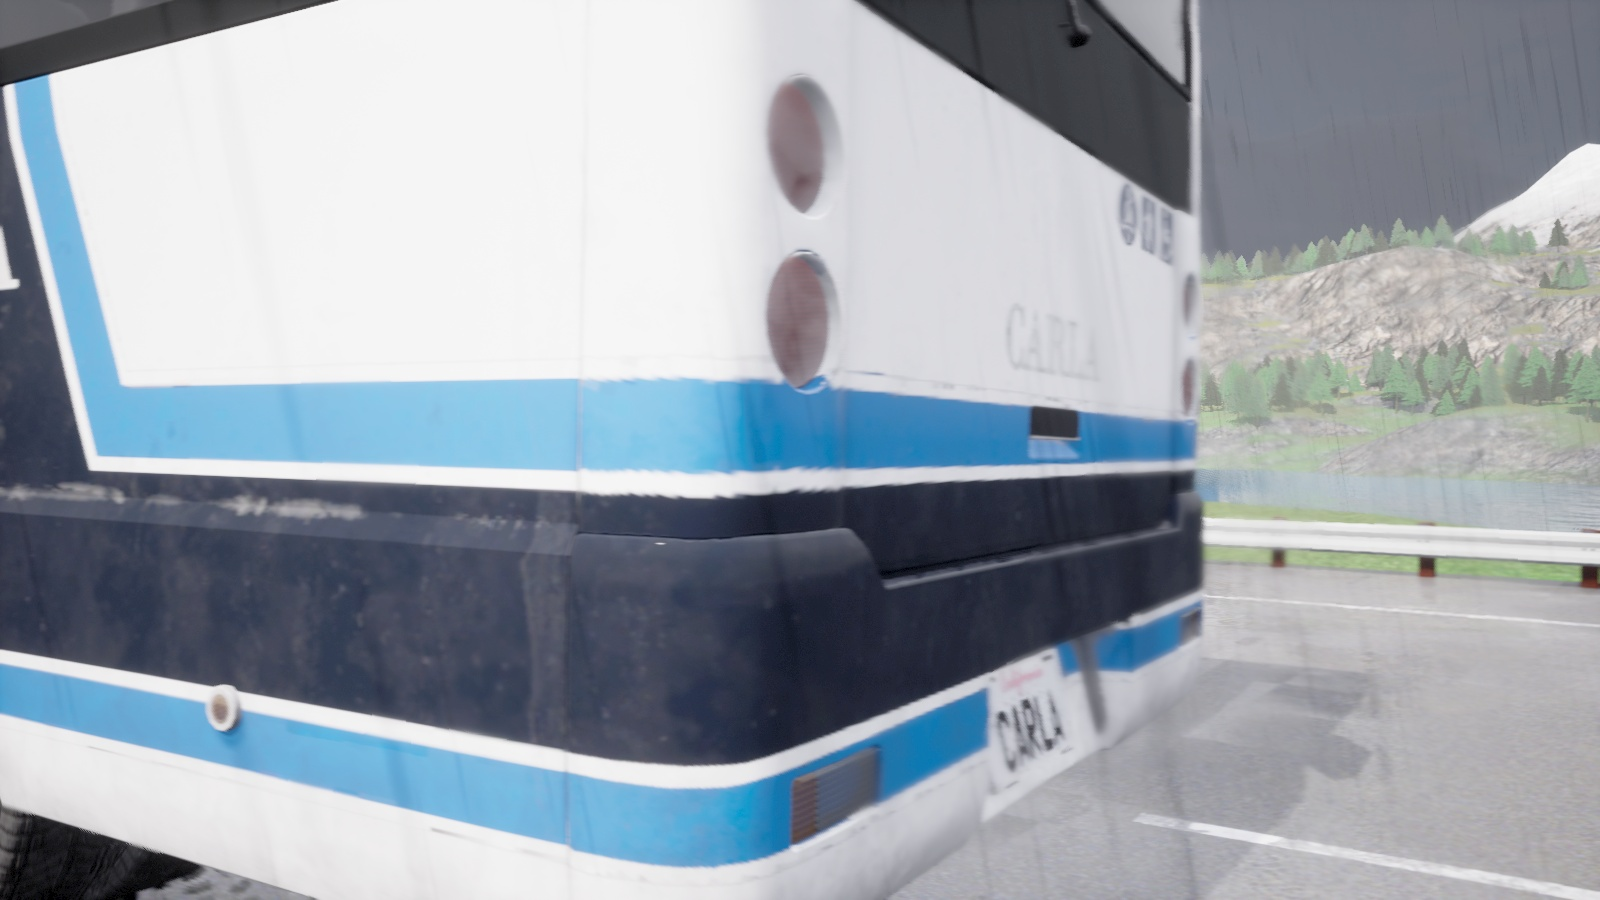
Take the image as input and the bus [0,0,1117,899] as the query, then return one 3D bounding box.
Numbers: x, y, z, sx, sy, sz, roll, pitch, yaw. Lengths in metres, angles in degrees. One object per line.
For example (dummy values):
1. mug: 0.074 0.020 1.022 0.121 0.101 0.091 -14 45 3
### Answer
1. bus: -4.114 -0.693 6.139 10.273 4.253 3.944 0 0 31
